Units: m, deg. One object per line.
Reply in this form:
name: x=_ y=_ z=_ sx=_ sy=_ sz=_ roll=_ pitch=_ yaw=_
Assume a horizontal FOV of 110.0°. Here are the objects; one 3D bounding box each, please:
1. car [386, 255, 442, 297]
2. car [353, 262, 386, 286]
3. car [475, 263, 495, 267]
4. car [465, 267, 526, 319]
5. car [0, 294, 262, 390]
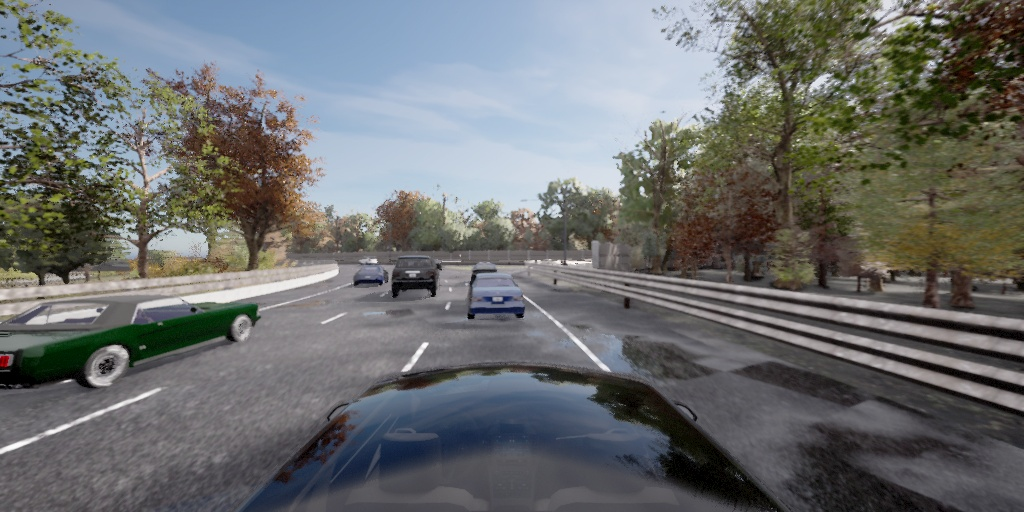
car: x=-5.065 y=0.995 z=19.280 sx=2.150 sy=2.045 sz=5.566 roll=0 pitch=0 yaw=-10
car: x=-10.009 y=1.357 z=25.769 sx=1.994 sy=1.385 sz=4.181 roll=0 pitch=0 yaw=-13
car: x=-2.020 y=1.243 z=26.787 sx=1.882 sy=1.535 sz=5.008 roll=0 pitch=0 yaw=-6
car: x=-0.701 y=1.304 z=12.949 sx=2.033 sy=1.411 sz=5.357 roll=0 pitch=0 yaw=-7
car: x=-7.136 y=1.377 z=6.814 sx=1.895 sy=1.301 sz=4.718 roll=0 pitch=0 yaw=-2
